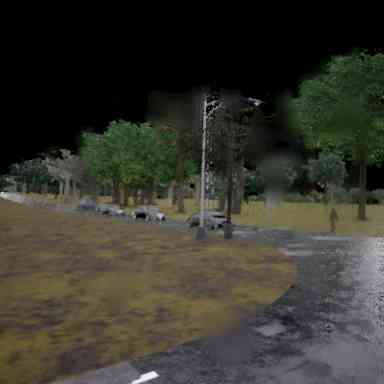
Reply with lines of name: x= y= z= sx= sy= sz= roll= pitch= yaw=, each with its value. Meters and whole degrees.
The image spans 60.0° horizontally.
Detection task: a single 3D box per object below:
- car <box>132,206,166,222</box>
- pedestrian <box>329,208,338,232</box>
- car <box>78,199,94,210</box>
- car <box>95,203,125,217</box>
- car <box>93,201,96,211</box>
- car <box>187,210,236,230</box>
car: x=-4.323 y=2.150 z=33.276 sx=2.128 sy=1.511 sz=4.902 roll=3 pitch=-3 yaw=-34
pedestrian: x=10.532 y=2.043 z=24.826 sx=0.375 sy=1.860 sz=0.375 roll=2 pitch=-2 yaw=-34
car: x=-19.993 y=2.437 z=63.214 sx=2.150 sy=2.045 sz=5.566 roll=3 pitch=-2 yaw=-34
car: x=-9.923 y=2.280 z=41.617 sx=2.128 sy=1.511 sz=4.902 roll=3 pitch=-2 yaw=-34
car: x=-14.177 y=2.620 z=54.545 sx=1.837 sy=1.490 sz=4.892 roll=3 pitch=-3 yaw=-34
car: x=1.380 y=2.059 z=24.807 sx=1.994 sy=1.385 sz=4.181 roll=3 pitch=-3 yaw=-33
